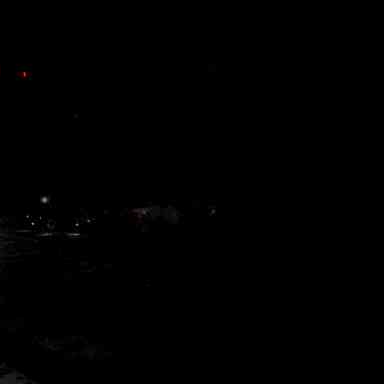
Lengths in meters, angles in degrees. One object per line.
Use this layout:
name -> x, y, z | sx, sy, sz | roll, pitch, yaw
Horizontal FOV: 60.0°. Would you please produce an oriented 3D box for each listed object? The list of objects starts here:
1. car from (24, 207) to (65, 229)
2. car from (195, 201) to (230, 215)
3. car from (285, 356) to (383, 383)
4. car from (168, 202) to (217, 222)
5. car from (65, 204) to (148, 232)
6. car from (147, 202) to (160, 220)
car -> -8.494, 1.652, 22.207 | 1.895, 1.301, 4.718 | 1, 0, 35
car -> 2.403, 1.777, 37.569 | 1.994, 1.385, 4.181 | 1, 0, 36
car -> 2.446, 1.545, 1.216 | 4.507, 1.381, 1.887 | 0, 1, 35
car -> 0.074, 1.677, 28.680 | 2.128, 1.511, 4.902 | 1, 0, 35
car -> -5.281, 1.632, 21.115 | 1.812, 1.442, 4.674 | 1, 0, 35
car -> -3.355, 1.653, 29.462 | 1.812, 1.442, 4.674 | 1, 0, 35
